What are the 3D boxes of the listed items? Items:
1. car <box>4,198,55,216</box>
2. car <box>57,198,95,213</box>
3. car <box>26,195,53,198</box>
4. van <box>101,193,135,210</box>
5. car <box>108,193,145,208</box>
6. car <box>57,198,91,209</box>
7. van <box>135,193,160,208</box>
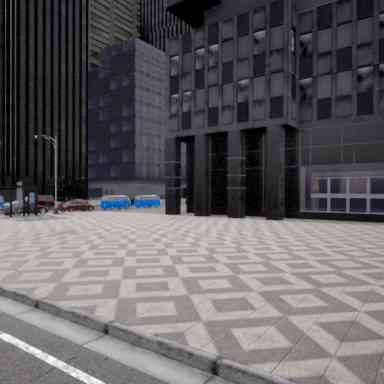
[{"bbox_3d":[-15.963,1.548,31.903,2.008,1.369,4.403,0,0,35],"label":"car"},{"bbox_3d":[-12.670,1.575,36.528,1.802,1.307,4.206,0,0,35],"label":"car"},{"bbox_3d":[-19.615,1.283,41.470,2.192,1.841,5.009,0,0,35],"label":"car"},{"bbox_3d":[-9.377,1.331,41.153,1.690,1.788,3.998,0,0,35],"label":"van"},{"bbox_3d":[-9.915,1.191,50.490,2.150,2.045,5.566,0,0,36],"label":"car"},{"bbox_3d":[-16.323,1.547,46.097,1.802,1.307,4.206,0,0,35],"label":"car"},{"bbox_3d":[-6.084,1.328,45.778,1.690,1.788,3.998,0,0,35],"label":"van"}]
